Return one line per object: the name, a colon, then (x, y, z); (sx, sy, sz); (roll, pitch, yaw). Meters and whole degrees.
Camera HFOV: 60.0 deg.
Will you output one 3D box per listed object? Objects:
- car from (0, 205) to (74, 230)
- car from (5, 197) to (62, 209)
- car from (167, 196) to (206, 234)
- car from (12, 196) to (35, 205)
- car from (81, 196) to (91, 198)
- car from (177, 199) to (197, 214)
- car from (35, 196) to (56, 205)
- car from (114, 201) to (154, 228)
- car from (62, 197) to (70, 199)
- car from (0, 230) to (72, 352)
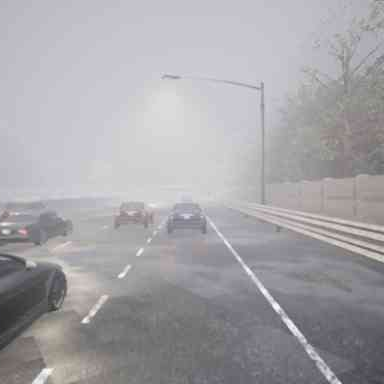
car: (-7.141, 1.571, 15.199); (2.033, 1.411, 5.357); (0, 0, -1)
car: (-10.748, 1.389, 22.212); (2.097, 1.767, 4.553); (0, 0, -1)
car: (-0.303, 1.345, 19.483); (2.097, 1.767, 4.553); (0, 0, -1)
car: (-32.475, 1.636, 64.182); (1.882, 1.535, 5.008); (0, 0, -1)
car: (-22.042, 1.593, 68.777); (1.837, 1.490, 4.892); (0, 0, -1)
car: (-0.553, 1.539, 36.178); (2.033, 1.411, 5.357); (0, 0, -1)
car: (-29.002, 1.657, 66.033); (2.128, 1.511, 4.902); (0, 0, -1)
car: (-3.747, 1.359, 22.317); (2.097, 1.767, 4.553); (0, 0, -1)
car: (-25.502, 1.657, 66.085); (2.033, 1.411, 5.357); (0, 0, -1)
car: (-3.488, 1.576, 5.052); (1.994, 1.385, 4.181); (0, 0, -1)
